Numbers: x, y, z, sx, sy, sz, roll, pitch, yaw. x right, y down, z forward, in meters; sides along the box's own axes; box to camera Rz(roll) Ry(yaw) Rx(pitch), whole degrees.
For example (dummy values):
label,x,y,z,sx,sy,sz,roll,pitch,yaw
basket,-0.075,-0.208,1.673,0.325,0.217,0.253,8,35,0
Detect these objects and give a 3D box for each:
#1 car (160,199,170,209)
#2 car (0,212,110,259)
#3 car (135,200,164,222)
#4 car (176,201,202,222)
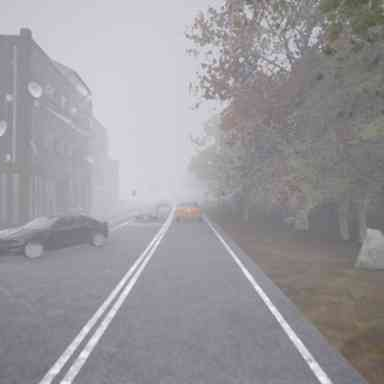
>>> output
label,x,y,z,sx,sy,sz,roll,pitch,yaw
car,-4.291,1.742,49.976,1.994,1.385,4.181,0,0,-2
car,-5.540,1.623,13.498,1.882,1.535,5.008,-1,0,28
car,-3.712,1.743,28.584,1.812,1.442,4.674,0,1,-1
car,-0.284,1.571,29.221,2.097,1.767,4.553,0,0,-1
